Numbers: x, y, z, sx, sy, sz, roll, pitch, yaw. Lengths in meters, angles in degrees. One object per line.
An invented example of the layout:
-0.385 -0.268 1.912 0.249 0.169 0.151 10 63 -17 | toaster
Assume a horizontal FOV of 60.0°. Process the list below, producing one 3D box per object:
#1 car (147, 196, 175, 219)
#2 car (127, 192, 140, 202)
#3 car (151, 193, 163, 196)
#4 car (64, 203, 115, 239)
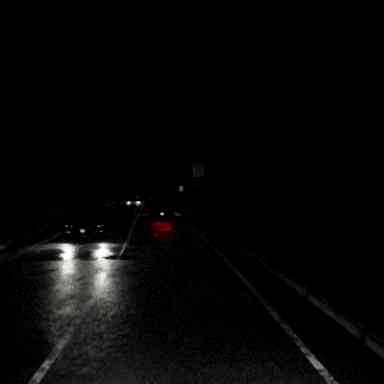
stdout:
-2.431 1.287 26.098 1.837 1.490 4.892 0 0 -7 | car
-10.117 0.751 57.661 2.097 1.767 4.553 0 1 -7 | car
-4.382 0.962 41.532 2.097 1.767 4.553 0 1 -7 | car
-4.950 1.363 16.508 1.837 1.490 4.892 0 1 -7 | car
